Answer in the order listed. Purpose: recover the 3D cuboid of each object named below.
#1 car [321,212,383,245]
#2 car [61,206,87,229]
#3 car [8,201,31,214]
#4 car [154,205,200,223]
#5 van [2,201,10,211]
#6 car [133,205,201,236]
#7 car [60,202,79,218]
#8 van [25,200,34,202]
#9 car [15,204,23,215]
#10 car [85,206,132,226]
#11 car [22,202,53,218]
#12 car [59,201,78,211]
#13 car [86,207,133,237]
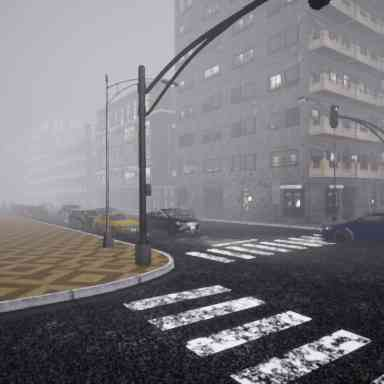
[{"bbox_3d":[8.125,1.643,15.163,4.181,1.385,1.994,-1,0,21],"label":"car"},{"bbox_3d":[-8.192,2.002,25.488,1.947,1.339,4.313,-2,0,-36],"label":"car"},{"bbox_3d":[-24.935,2.449,48.266,1.887,1.381,4.507,-2,0,-36],"label":"car"},{"bbox_3d":[-1.441,1.916,30.453,2.008,1.369,4.403,-2,0,-36],"label":"car"},{"bbox_3d":[-31.638,2.433,57.377,1.690,1.788,3.998,-2,0,-36],"label":"van"},{"bbox_3d":[-1.413,1.775,20.654,2.128,1.511,4.902,-1,-1,-36],"label":"car"},{"bbox_3d":[-13.230,2.118,36.754,1.837,1.490,4.892,-1,-1,-36],"label":"car"},{"bbox_3d":[-41.631,2.832,85.120,1.690,1.788,3.998,-2,0,-36],"label":"van"},{"bbox_3d":[-21.585,2.393,43.710,1.802,1.307,4.206,-2,0,-36],"label":"car"},{"bbox_3d":[-7.272,1.994,28.626,2.033,1.411,5.357,-1,-1,-37],"label":"car"},{"bbox_3d":[-18.237,2.262,39.155,1.887,1.381,4.507,-2,0,-36],"label":"car"},{"bbox_3d":[-21.536,2.367,57.786,1.967,1.590,4.097,-2,0,-36],"label":"car"},{"bbox_3d":[-4.744,1.865,20.796,1.752,1.417,4.829,-2,0,-36],"label":"car"}]
